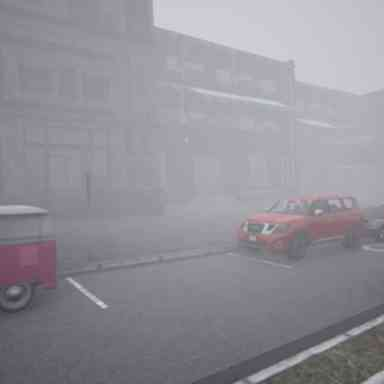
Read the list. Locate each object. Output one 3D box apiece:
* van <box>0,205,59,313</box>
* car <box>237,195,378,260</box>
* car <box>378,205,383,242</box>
[{"bbox_3d":[-4.893,1.265,6.015,4.442,1.987,1.878,-1,0,-35],"label":"van"},{"bbox_3d":[4.244,1.144,12.458,5.566,2.045,2.435,-1,0,-35],"label":"car"},{"bbox_3d":[8.778,1.373,15.653,4.792,1.488,2.163,-1,0,-35],"label":"car"}]
